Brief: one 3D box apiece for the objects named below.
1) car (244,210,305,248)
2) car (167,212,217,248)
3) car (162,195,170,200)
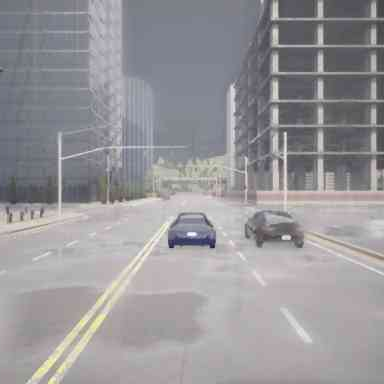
[{"bbox_3d":[3.500,1.532,14.650,1.812,1.442,4.674,0,0,0],"label":"car"},{"bbox_3d":[0.000,1.571,14.650,1.994,1.385,4.181,0,0,0],"label":"car"},{"bbox_3d":[-7.000,1.546,91.255,1.994,1.385,4.181,0,0,0],"label":"car"}]
